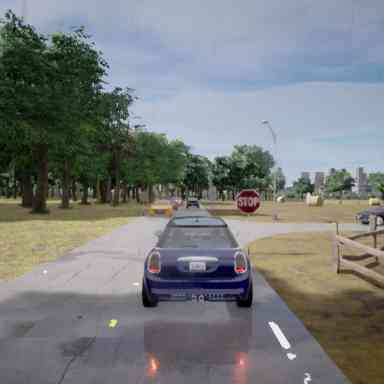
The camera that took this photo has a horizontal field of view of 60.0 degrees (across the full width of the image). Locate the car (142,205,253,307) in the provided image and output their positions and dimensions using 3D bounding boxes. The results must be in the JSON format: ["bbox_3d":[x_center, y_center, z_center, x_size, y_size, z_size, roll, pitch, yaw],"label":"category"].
[{"bbox_3d":[0.104,1.359,8.135,2.097,1.767,4.553,0,0,0],"label":"car"}]

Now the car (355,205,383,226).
[{"bbox_3d":[14.200,1.595,23.557,4.892,1.490,1.837,0,-2,0],"label":"car"}]

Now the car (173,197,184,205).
[{"bbox_3d":[-2.729,1.812,68.043,1.837,1.490,4.892,0,-1,0],"label":"car"}]

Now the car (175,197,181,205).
[{"bbox_3d":[-2.818,1.682,43.301,1.994,1.385,4.181,0,0,0],"label":"car"}]

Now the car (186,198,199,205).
[{"bbox_3d":[0.128,1.678,51.163,1.837,1.490,4.892,0,0,0],"label":"car"}]

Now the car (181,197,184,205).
[{"bbox_3d":[-2.768,1.558,55.499,2.097,1.767,4.553,0,0,1],"label":"car"}]

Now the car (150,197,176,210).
[{"bbox_3d":[-2.828,1.535,31.803,1.882,1.535,5.008,0,0,0],"label":"car"}]
